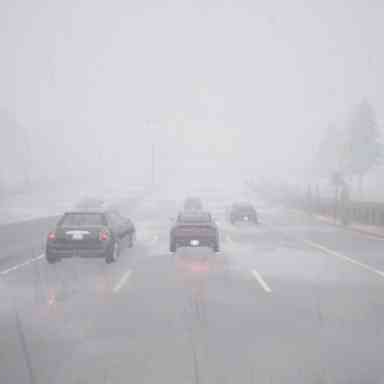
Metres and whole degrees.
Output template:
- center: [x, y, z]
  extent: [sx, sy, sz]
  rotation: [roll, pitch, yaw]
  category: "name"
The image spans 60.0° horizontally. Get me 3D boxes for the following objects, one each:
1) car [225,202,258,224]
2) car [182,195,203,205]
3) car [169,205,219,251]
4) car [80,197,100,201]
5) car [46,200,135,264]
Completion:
- center: [3.590, 1.471, 24.556]
  extent: [1.837, 1.490, 4.892]
  rotation: [0, 1, 0]
  category: "car"
- center: [0.086, 1.118, 34.096]
  extent: [1.837, 1.490, 4.892]
  rotation: [0, 3, 0]
  category: "car"
- center: [0.094, 1.505, 13.995]
  extent: [1.837, 1.490, 4.892]
  rotation: [0, 0, 0]
  category: "car"
- center: [-10.514, 1.217, 34.064]
  extent: [1.895, 1.301, 4.718]
  rotation: [0, 3, 0]
  category: "car"
- center: [-3.405, 1.352, 12.039]
  extent: [2.097, 1.767, 4.553]
  rotation: [0, 0, 0]
  category: "car"
